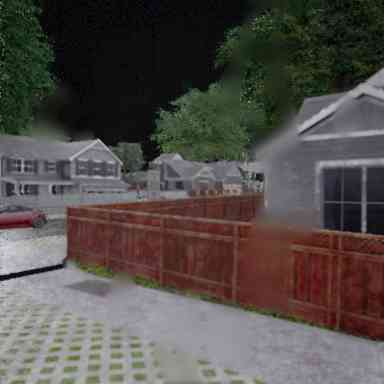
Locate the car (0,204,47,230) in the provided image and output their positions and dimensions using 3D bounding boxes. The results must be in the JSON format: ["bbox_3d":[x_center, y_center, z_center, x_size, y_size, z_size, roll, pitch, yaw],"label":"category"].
[{"bbox_3d":[-9.716,1.307,17.073,1.994,1.385,4.181,1,1,35],"label":"car"}]

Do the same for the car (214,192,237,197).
[{"bbox_3d":[3.707,0.816,36.251,2.128,1.511,4.902,1,1,35],"label":"car"}]

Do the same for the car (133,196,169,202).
[{"bbox_3d":[-3.317,1.052,26.225,1.837,1.490,4.892,1,1,35],"label":"car"}]
